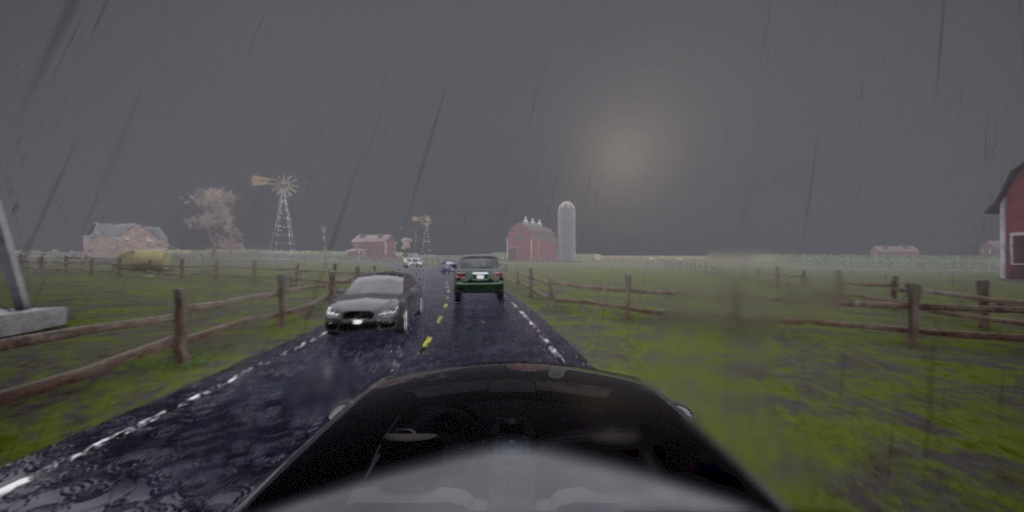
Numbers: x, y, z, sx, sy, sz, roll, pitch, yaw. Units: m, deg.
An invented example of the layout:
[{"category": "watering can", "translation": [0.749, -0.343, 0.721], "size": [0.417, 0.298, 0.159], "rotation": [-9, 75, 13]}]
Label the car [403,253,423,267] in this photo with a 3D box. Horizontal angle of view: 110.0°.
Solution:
[{"category": "car", "translation": [-14.222, 0.589, 51.123], "size": [2.150, 2.045, 5.566], "rotation": [0, 0, -23]}]

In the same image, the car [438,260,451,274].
[{"category": "car", "translation": [-6.722, 1.163, 38.728], "size": [1.812, 1.442, 4.674], "rotation": [0, 0, -17]}]

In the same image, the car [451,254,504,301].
[{"category": "car", "translation": [-1.677, 0.936, 17.290], "size": [2.150, 2.045, 5.566], "rotation": [0, 0, -8]}]

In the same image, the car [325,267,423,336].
[{"category": "car", "translation": [-3.776, 1.238, 10.555], "size": [1.837, 1.490, 4.892], "rotation": [0, 0, -7]}]
